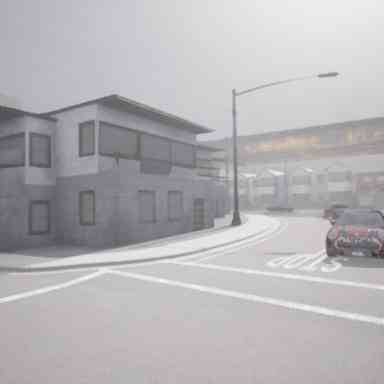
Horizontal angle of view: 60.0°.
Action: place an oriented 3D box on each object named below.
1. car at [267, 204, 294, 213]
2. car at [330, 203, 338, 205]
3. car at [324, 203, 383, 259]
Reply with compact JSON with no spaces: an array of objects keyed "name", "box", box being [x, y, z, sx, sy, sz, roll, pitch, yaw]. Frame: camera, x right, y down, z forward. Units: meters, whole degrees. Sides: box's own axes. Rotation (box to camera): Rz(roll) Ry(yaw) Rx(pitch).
[{"name":"car","box":[12.691,2.383,47.906,1.895,1.301,4.718,0,-2,-15]},{"name":"car","box":[13.377,1.769,30.242,1.812,1.442,4.674,-1,-1,7]},{"name":"car","box":[6.656,1.492,13.022,2.097,1.767,4.553,-2,-2,31]}]
